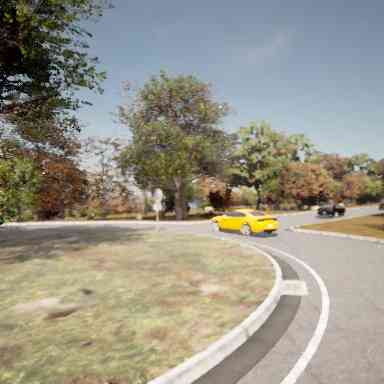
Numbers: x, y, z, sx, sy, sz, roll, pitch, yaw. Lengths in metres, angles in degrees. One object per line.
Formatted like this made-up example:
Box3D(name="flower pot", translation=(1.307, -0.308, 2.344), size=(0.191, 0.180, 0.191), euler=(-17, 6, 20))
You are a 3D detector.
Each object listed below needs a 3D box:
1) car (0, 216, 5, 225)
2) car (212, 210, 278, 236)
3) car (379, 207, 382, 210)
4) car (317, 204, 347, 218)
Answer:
Box3D(name="car", translation=(-17.784, 2.241, 26.142), size=(5.357, 1.411, 2.033), euler=(0, -1, -27))
Box3D(name="car", translation=(3.254, 1.881, 21.484), size=(1.882, 1.535, 5.008), euler=(1, -2, -32))
Box3D(name="car", translation=(34.139, 2.343, 58.059), size=(1.837, 1.490, 4.892), euler=(-2, -2, 42))
Box3D(name="car", translation=(15.899, 2.083, 37.651), size=(1.882, 1.535, 5.008), euler=(-2, -2, 42))
